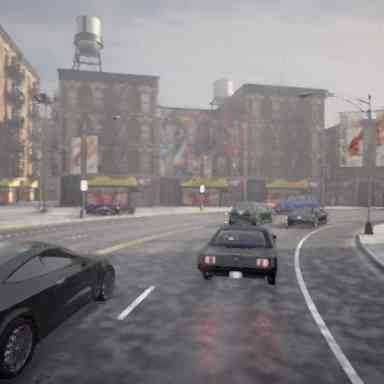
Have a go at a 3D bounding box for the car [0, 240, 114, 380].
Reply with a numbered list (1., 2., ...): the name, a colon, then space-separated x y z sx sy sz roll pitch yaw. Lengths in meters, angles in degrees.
1. car: -2.819 1.518 5.436 1.812 1.442 4.674 0 0 7

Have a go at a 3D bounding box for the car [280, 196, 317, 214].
1. car: 11.405 1.438 36.424 5.566 2.045 2.150 1 -1 -33

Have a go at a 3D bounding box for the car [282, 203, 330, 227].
1. car: 8.507 1.716 24.113 1.994 1.385 4.181 0 0 38

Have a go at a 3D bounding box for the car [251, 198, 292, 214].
1. car: 9.335 1.558 39.038 4.553 1.767 2.097 1 0 -33

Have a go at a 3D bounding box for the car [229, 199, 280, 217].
1. car: 4.522 1.470 24.544 2.097 1.767 4.553 0 0 34

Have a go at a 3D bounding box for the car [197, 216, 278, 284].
1. car: 1.549 1.646 9.867 1.895 1.301 4.718 0 0 14
